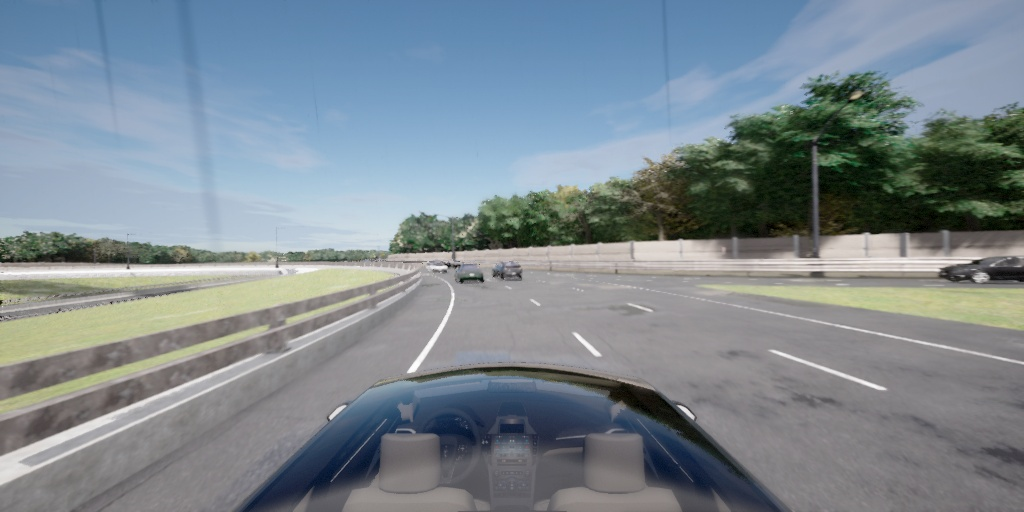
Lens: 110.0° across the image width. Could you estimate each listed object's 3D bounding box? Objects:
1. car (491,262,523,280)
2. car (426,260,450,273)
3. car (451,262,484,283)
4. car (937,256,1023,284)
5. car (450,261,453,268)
[{"bbox_3d":[-0.512,1.229,30.998,2.128,1.511,4.902,-1,0,-16],"label":"car"},{"bbox_3d":[-9.703,1.493,45.768,1.895,1.301,4.718,-1,0,-24],"label":"car"},{"bbox_3d":[-3.468,1.356,28.622,1.994,1.385,4.181,-1,0,-15],"label":"car"},{"bbox_3d":[26.762,0.751,19.563,4.892,1.490,1.837,-1,0,18],"label":"car"},{"bbox_3d":[-10.009,1.486,61.035,1.895,1.301,4.718,-1,0,-33],"label":"car"}]
